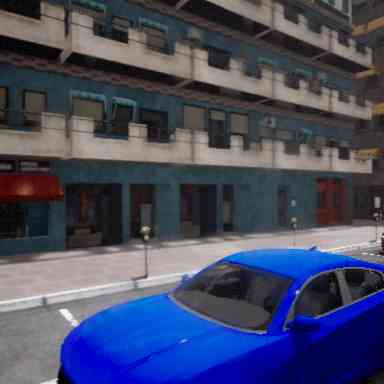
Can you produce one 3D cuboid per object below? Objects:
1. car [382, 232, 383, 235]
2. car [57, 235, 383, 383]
[{"bbox_3d":[9.188,1.659,13.122,4.507,1.381,1.887,1,-1,-35],"label":"car"},{"bbox_3d":[1.011,1.502,4.100,5.008,1.535,1.882,1,0,-35],"label":"car"}]
